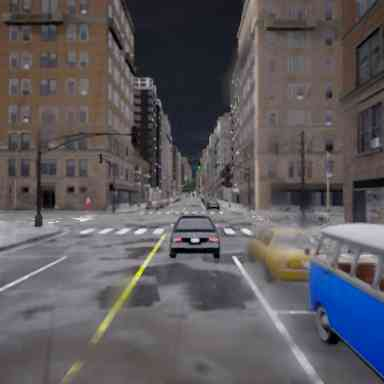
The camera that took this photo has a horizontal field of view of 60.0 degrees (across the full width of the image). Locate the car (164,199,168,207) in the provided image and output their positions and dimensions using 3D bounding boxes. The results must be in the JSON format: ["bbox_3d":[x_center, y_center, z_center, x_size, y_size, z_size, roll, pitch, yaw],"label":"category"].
[{"bbox_3d":[-5.465,1.913,52.828,1.947,1.339,4.313,1,0,1],"label":"car"}]

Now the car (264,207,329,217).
[{"bbox_3d":[8.009,1.781,25.408,4.718,1.301,1.895,1,-1,-8],"label":"car"}]

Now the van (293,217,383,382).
[{"bbox_3d":[2.678,1.367,3.859,1.690,1.788,3.998,1,0,0],"label":"van"}]

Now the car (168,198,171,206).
[{"bbox_3d":[-5.394,1.933,58.356,2.008,1.369,4.403,1,0,1],"label":"car"}]

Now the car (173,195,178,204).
[{"bbox_3d":[-5.113,2.046,80.302,1.752,1.417,4.829,1,0,1],"label":"car"}]

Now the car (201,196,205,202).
[{"bbox_3d":[3.131,1.931,58.254,2.008,1.369,4.403,1,0,1],"label":"car"}]

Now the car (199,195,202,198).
[{"bbox_3d":[3.484,2.104,85.905,2.008,1.369,4.403,1,0,1],"label":"car"}]

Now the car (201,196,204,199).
[{"bbox_3d":[3.202,1.960,63.785,1.887,1.381,4.507,1,0,1],"label":"car"}]

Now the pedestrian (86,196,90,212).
[{"bbox_3d":[-12.358,1.412,39.569,0.375,1.860,0.375,0,-1,0],"label":"pedestrian"}]

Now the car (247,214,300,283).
[{"bbox_3d":[2.676,1.590,9.701,1.752,1.417,4.829,1,0,0],"label":"car"}]

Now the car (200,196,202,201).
[{"bbox_3d":[3.343,2.051,74.845,1.947,1.339,4.313,1,0,1],"label":"car"}]

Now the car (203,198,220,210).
[{"bbox_3d":[2.990,1.876,47.194,1.947,1.339,4.313,1,0,1],"label":"car"}]

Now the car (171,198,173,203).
[{"bbox_3d":[-5.323,1.962,63.885,1.887,1.381,4.507,1,0,1],"label":"car"}]

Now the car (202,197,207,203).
[{"bbox_3d":[3.061,1.890,52.724,1.887,1.381,4.507,1,0,1],"label":"car"}]

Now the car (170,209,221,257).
[{"bbox_3d":[0.099,1.637,13.344,2.033,1.411,5.357,0,0,0],"label":"car"}]

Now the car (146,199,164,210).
[{"bbox_3d":[-5.535,1.894,47.299,1.802,1.307,4.206,1,0,1],"label":"car"}]
